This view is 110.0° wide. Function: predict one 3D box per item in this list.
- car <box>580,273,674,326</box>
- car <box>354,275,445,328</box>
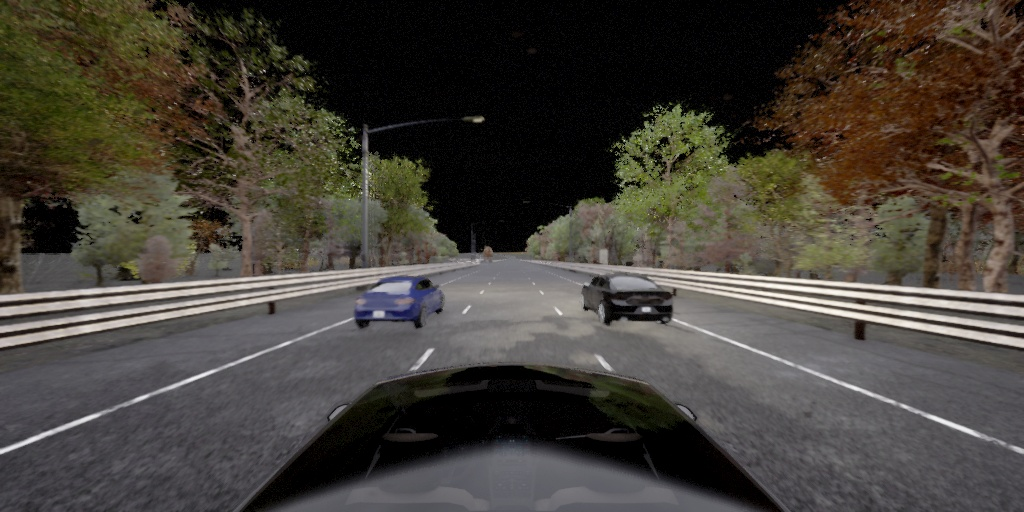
[{"bbox_3d":[3.590,1.299,12.063,1.882,1.535,5.008,0,0,0],"label":"car"},{"bbox_3d":[-3.409,1.342,11.499,1.812,1.442,4.674,0,0,0],"label":"car"}]
